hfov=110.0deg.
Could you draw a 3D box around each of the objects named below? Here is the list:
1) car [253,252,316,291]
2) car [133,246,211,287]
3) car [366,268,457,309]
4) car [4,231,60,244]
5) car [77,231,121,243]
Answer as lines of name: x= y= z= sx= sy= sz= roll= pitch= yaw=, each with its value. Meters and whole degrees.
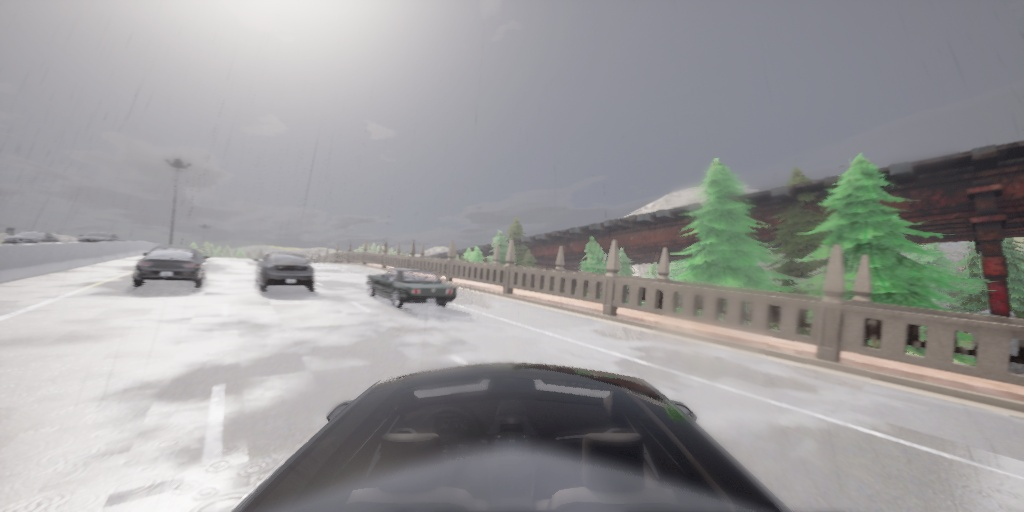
car: x=-9.690 y=0.590 z=15.293 sx=1.837 sy=1.490 sz=4.892 roll=5 pitch=0 yaw=-38
car: x=-13.072 y=0.341 z=13.949 sx=1.812 sy=1.442 sz=4.674 roll=5 pitch=0 yaw=-38
car: x=-4.010 y=1.115 z=13.673 sx=1.895 sy=1.301 sz=4.718 roll=5 pitch=0 yaw=-38
car: x=-37.702 y=-1.252 z=28.330 sx=1.812 sy=1.442 sz=4.674 roll=5 pitch=-3 yaw=-38
car: x=-34.949 y=-1.339 z=30.513 sx=1.837 sy=1.490 sz=4.892 roll=5 pitch=-3 yaw=-38
